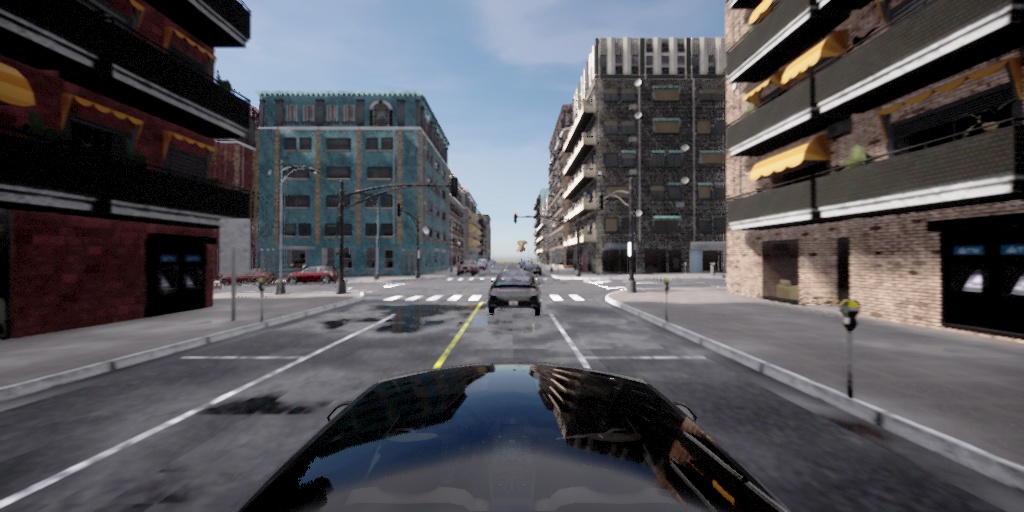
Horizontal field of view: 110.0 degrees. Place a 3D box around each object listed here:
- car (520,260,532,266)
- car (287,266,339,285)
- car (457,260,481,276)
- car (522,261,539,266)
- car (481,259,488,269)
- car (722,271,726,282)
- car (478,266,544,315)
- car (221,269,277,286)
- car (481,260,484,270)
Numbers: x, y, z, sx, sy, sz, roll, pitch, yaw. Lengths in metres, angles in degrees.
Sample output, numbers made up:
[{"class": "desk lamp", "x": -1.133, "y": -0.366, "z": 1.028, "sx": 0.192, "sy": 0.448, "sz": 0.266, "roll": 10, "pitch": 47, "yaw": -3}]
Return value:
[{"class": "car", "x": 2.579, "y": 1.684, "z": 53.890, "sx": 1.802, "sy": 1.307, "sz": 4.207, "roll": 0, "pitch": 0, "yaw": 0}, {"class": "car", "x": -16.898, "y": 1.591, "z": 30.638, "sx": 4.097, "sy": 1.591, "sz": 1.967, "roll": 0, "pitch": 0, "yaw": 0}, {"class": "car", "x": -5.304, "y": 1.345, "z": 42.788, "sx": 2.192, "sy": 1.841, "sz": 5.009, "roll": 0, "pitch": 0, "yaw": 0}, {"class": "car", "x": 2.576, "y": 1.596, "z": 42.787, "sx": 1.948, "sy": 1.339, "sz": 4.313, "roll": 0, "pitch": 0, "yaw": 0}, {"class": "car", "x": -5.299, "y": 1.683, "z": 59.444, "sx": 1.888, "sy": 1.381, "sz": 4.507, "roll": 0, "pitch": 0, "yaw": 0}, {"class": "car", "x": 15.608, "y": 1.225, "z": 22.493, "sx": 4.403, "sy": 1.370, "sz": 2.007, "roll": 0, "pitch": 0, "yaw": 0}, {"class": "car", "x": 0.195, "y": 1.327, "z": 13.956, "sx": 2.128, "sy": 1.511, "sz": 4.902, "roll": 0, "pitch": 0, "yaw": 4}, {"class": "car", "x": -22.446, "y": 1.802, "z": 30.678, "sx": 4.207, "sy": 1.307, "sz": 1.802, "roll": 0, "pitch": 0, "yaw": 0}, {"class": "car", "x": -5.303, "y": 1.612, "z": 48.340, "sx": 1.888, "sy": 1.381, "sz": 4.507, "roll": 0, "pitch": 0, "yaw": 0}]
